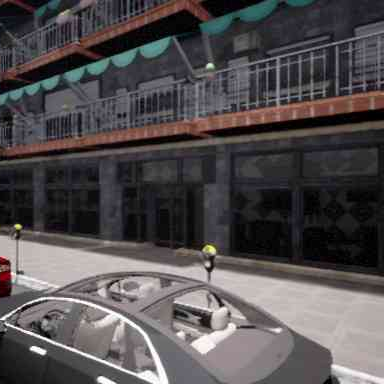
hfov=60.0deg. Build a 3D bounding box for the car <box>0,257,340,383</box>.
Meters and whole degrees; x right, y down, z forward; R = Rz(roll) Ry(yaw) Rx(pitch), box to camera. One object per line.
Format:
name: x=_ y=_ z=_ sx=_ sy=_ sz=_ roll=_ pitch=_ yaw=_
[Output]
car: x=-0.837 y=1.542 z=3.473 sx=4.403 sy=1.369 sz=2.008 roll=0 pitch=0 yaw=36
